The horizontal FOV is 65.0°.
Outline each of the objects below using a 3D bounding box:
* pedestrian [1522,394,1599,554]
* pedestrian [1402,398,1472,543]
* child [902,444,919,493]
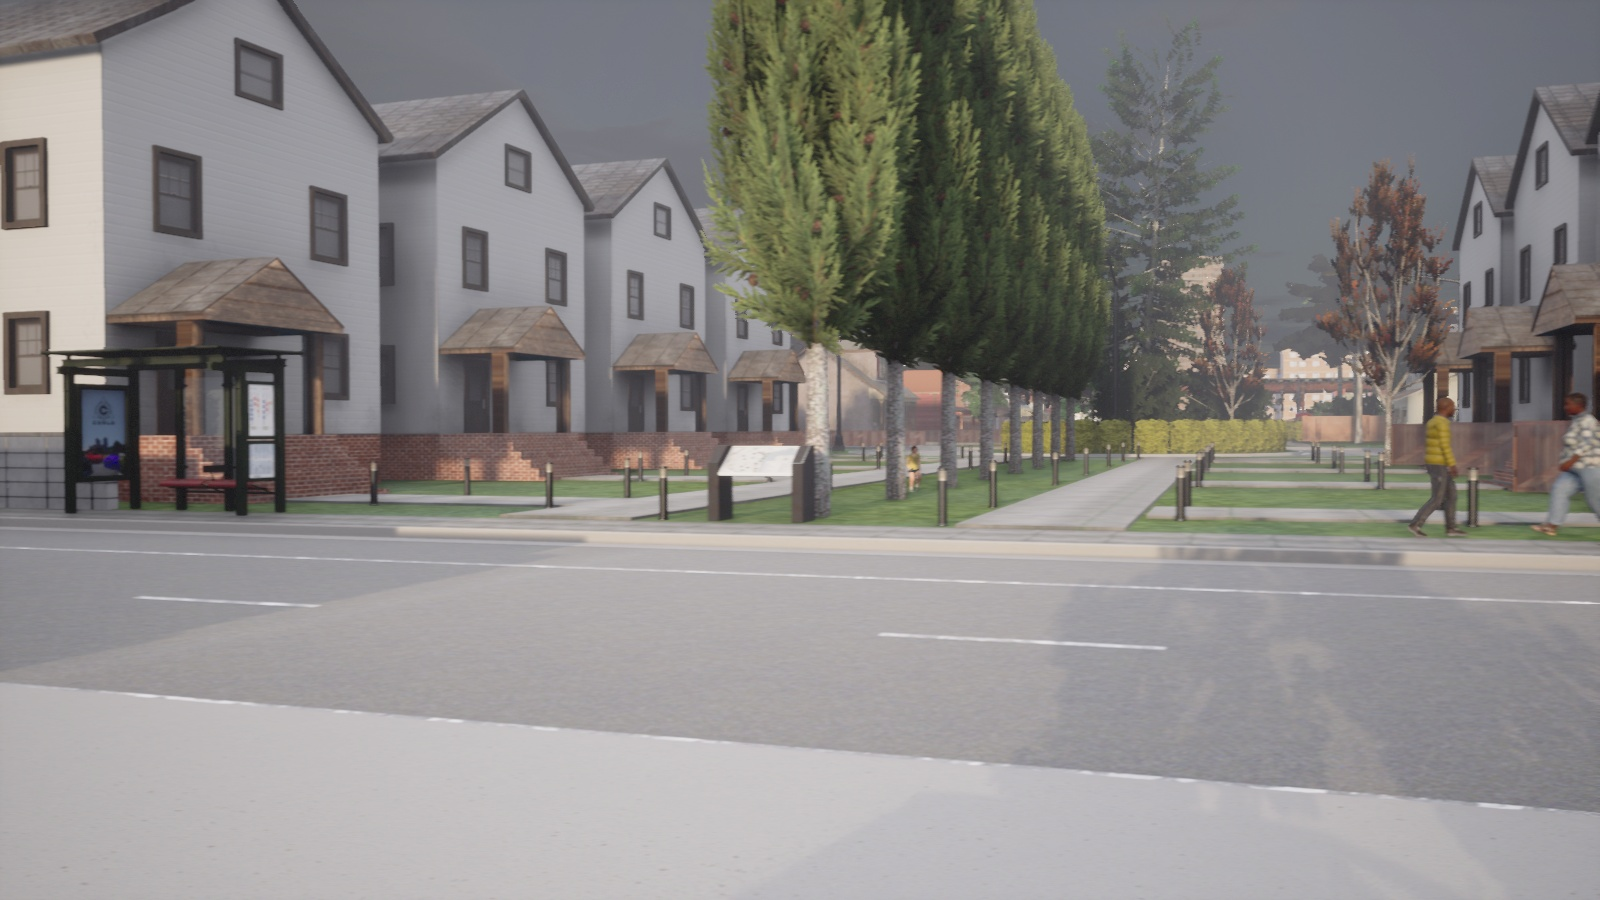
[{"bbox_3d":[9.264,0.274,15.066,0.900,1.855,0.874,1,1,21],"label":"pedestrian"},{"bbox_3d":[8.195,0.256,16.169,0.726,1.835,0.370,0,1,17],"label":"pedestrian"},{"bbox_3d":[2.533,0.420,28.711,0.255,1.110,0.394,0,1,-17],"label":"child"}]
